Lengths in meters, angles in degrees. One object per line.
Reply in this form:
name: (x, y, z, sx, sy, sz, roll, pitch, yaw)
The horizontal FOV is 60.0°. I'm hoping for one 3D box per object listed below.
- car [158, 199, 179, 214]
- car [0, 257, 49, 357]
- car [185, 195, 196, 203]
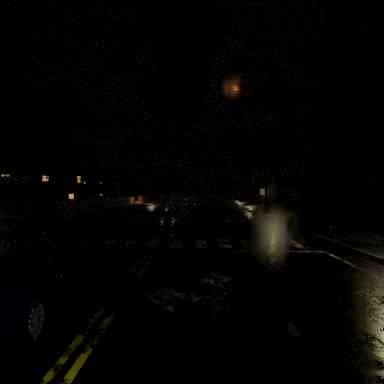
car: (-2.468, 1.543, 35.905, 2.128, 1.511, 4.902, 0, 0, 2)
car: (-3.225, 1.529, 3.668, 1.812, 1.442, 4.674, 0, 0, 0)
car: (-0.359, 1.486, 70.909, 2.097, 1.767, 4.553, 0, 0, 4)
